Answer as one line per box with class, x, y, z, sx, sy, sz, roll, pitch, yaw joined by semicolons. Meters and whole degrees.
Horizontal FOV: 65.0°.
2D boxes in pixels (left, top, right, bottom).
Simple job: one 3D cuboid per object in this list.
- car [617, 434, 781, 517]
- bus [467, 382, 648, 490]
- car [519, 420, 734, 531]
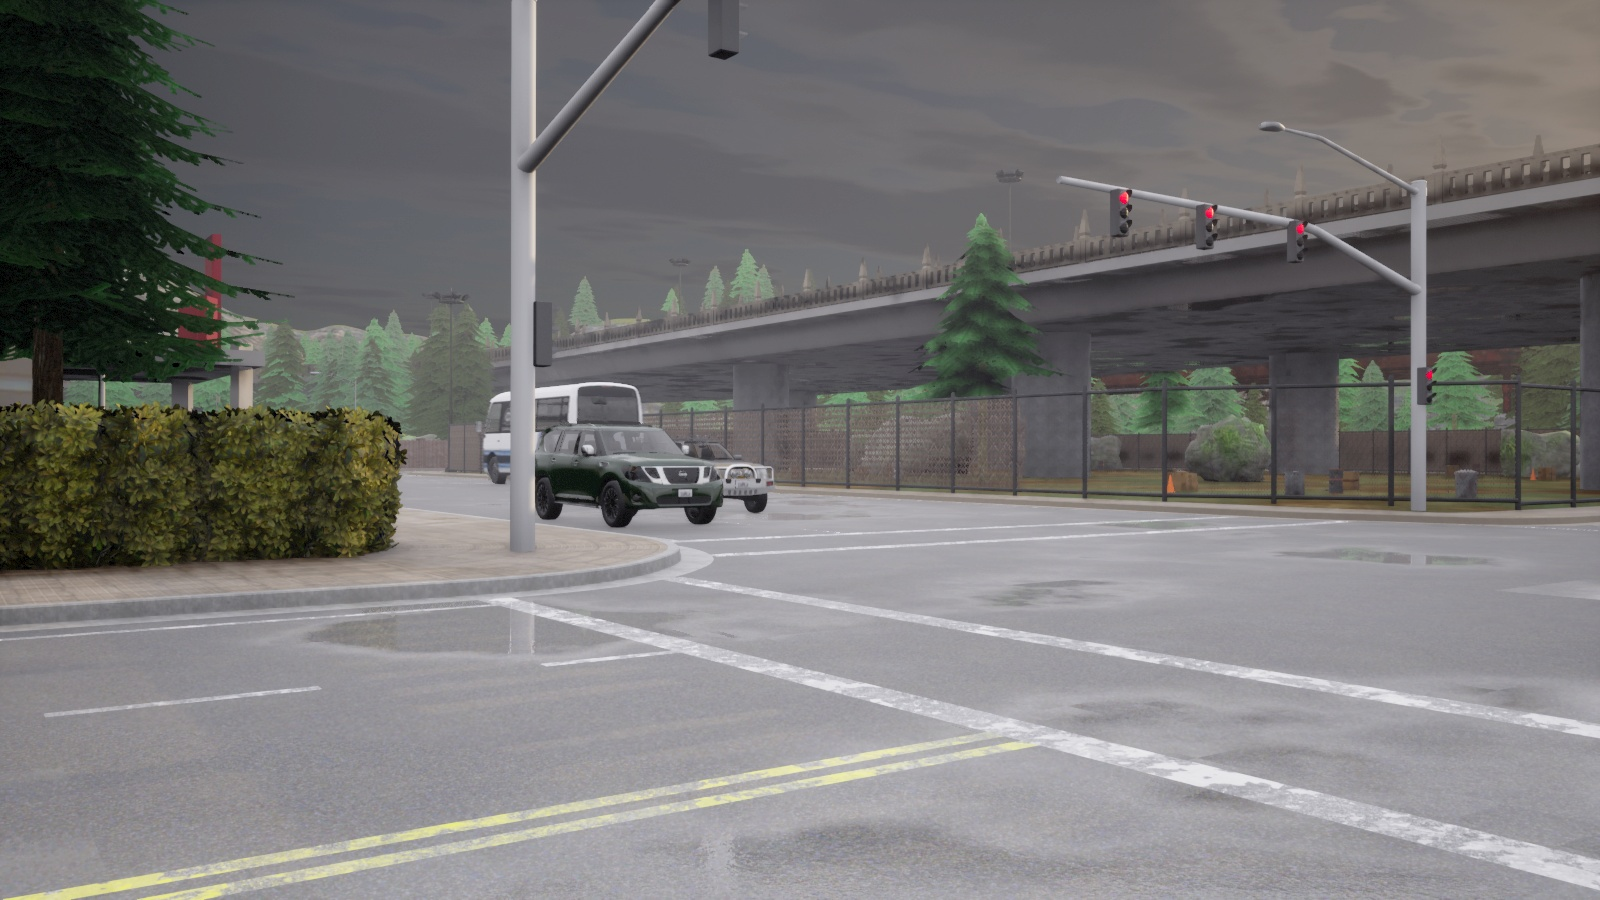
car;-2.549;0.586;30.481;1.932;1.855;4.605;0;0;-35
bus;-10.770;-0.531;54.636;3.944;4.253;10.273;0;0;-35
car;-3.753;0.480;26.071;2.150;2.045;5.566;0;0;-35
